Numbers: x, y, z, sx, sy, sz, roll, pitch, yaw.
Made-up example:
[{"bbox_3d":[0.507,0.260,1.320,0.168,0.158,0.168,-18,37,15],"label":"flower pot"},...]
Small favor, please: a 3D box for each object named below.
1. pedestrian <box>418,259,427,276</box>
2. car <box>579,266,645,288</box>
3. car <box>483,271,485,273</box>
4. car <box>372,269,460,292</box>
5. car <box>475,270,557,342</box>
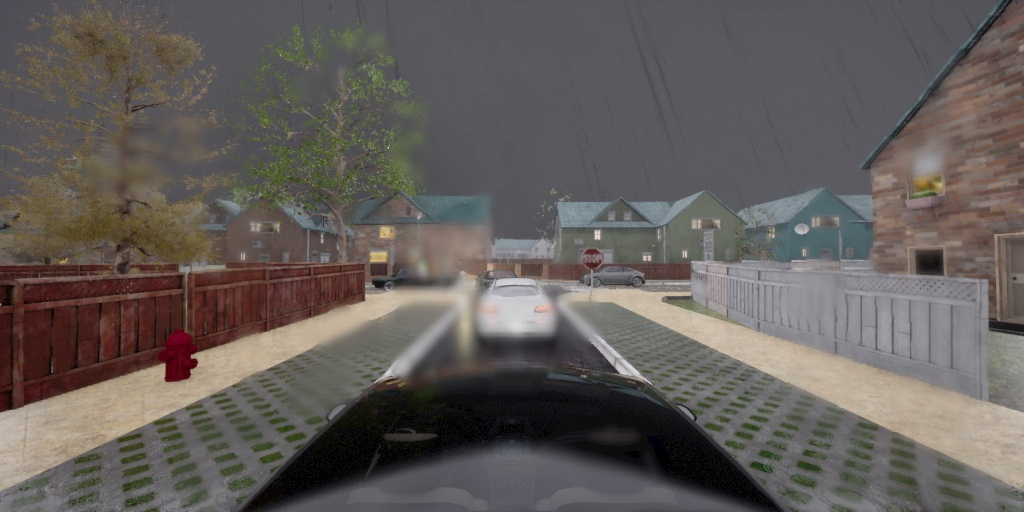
[{"bbox_3d":[-6.685,1.118,26.758,0.375,1.860,0.375,0,-1,1],"label":"pedestrian"},{"bbox_3d":[6.552,1.344,23.655,4.181,1.385,1.994,0,-1,1],"label":"car"},{"bbox_3d":[-0.746,1.366,18.485,1.895,1.301,4.718,0,-1,-12],"label":"car"},{"bbox_3d":[-5.470,1.416,20.872,4.718,1.301,1.895,-1,-1,1],"label":"car"},{"bbox_3d":[0.108,1.279,9.665,1.812,1.442,4.674,0,0,0],"label":"car"}]
